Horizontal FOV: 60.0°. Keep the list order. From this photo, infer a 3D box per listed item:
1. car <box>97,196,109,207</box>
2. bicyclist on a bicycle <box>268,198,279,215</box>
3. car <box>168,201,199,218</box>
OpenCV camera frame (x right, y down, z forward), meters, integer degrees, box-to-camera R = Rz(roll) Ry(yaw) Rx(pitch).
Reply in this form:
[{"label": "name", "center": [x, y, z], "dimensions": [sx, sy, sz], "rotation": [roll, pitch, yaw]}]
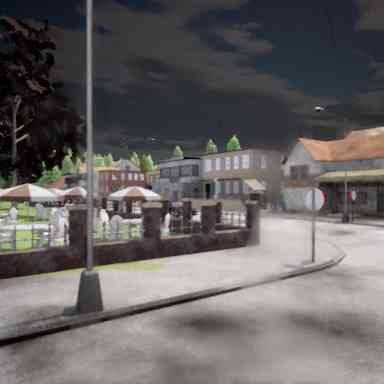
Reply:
[{"label": "car", "center": [-13.366, 1.358, 46.849], "dimensions": [2.097, 1.767, 4.553], "rotation": [0, 0, -35]}, {"label": "bicyclist on a bicycle", "center": [7.740, 1.358, 31.559], "dimensions": [1.656, 1.620, 0.582], "rotation": [0, 0, -35]}, {"label": "car", "center": [-1.632, 1.553, 30.246], "dimensions": [2.033, 1.411, 5.357], "rotation": [0, 0, -35]}]
